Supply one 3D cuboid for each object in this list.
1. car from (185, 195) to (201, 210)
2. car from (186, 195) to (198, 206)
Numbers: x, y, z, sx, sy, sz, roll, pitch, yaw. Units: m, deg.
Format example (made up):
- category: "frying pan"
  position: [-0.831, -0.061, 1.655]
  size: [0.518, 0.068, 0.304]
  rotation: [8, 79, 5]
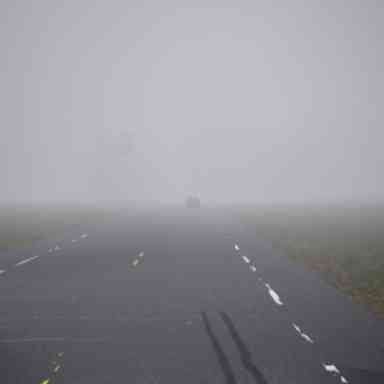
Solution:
- category: "car"
  position: [0.103, 1.316, 39.162]
  size: [2.033, 1.411, 5.357]
  rotation: [0, 0, 0]
- category: "car"
  position: [0.004, 1.233, 48.966]
  size: [1.812, 1.442, 4.674]
  rotation: [0, 0, 0]
